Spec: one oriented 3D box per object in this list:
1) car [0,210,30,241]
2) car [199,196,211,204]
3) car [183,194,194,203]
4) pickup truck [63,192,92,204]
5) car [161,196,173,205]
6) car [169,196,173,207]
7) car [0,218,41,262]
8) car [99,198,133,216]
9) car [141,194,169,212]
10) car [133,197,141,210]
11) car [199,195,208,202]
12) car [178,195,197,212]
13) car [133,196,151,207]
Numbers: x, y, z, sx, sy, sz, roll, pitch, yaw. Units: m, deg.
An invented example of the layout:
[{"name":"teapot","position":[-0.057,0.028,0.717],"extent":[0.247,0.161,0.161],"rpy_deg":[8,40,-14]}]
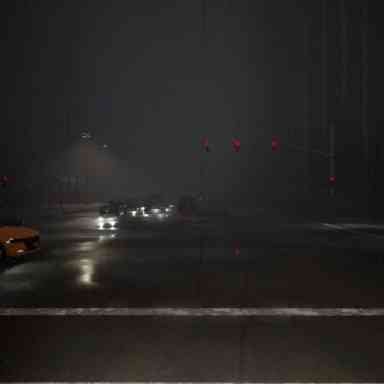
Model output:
[{"name":"car","position":[-10.506,1.601,15.939],"extent":[4.718,1.301,1.895],"rpy_deg":[0,0,-16]},{"name":"car","position":[2.748,1.491,64.776],"extent":[2.128,1.511,4.902],"rpy_deg":[0,0,-1]},{"name":"car","position":[-0.775,1.351,66.960],"extent":[2.097,1.767,4.553],"rpy_deg":[0,0,-1]},{"name":"pickup truck","position":[-20.926,1.059,59.994],"extent":[2.390,2.098,6.274],"rpy_deg":[0,0,30]},{"name":"car","position":[-4.367,1.478,58.865],"extent":[1.882,1.535,5.008],"rpy_deg":[0,0,0]},{"name":"car","position":[-4.281,1.601,48.426],"extent":[1.895,1.301,4.718],"rpy_deg":[0,0,-1]},{"name":"car","position":[-7.807,1.478,11.312],"extent":[5.008,1.535,1.882],"rpy_deg":[1,0,0]},{"name":"car","position":[-7.704,1.491,32.845],"extent":[2.128,1.511,4.902],"rpy_deg":[0,0,2]},{"name":"car","position":[-4.186,1.221,38.479],"extent":[2.150,2.045,5.566],"rpy_deg":[0,0,-1]},{"name":"car","position":[-7.725,1.478,42.148],"extent":[1.882,1.535,5.008],"rpy_deg":[0,0,-1]},{"name":"car","position":[2.545,1.524,75.160],"extent":[1.812,1.442,4.674],"rpy_deg":[0,0,-1]},{"name":"car","position":[-0.513,1.352,39.206],"extent":[2.097,1.767,4.553],"rpy_deg":[0,0,0]},{"name":"car","position":[-7.823,1.491,52.532],"extent":[2.128,1.511,4.902],"rpy_deg":[0,0,-1]}]
